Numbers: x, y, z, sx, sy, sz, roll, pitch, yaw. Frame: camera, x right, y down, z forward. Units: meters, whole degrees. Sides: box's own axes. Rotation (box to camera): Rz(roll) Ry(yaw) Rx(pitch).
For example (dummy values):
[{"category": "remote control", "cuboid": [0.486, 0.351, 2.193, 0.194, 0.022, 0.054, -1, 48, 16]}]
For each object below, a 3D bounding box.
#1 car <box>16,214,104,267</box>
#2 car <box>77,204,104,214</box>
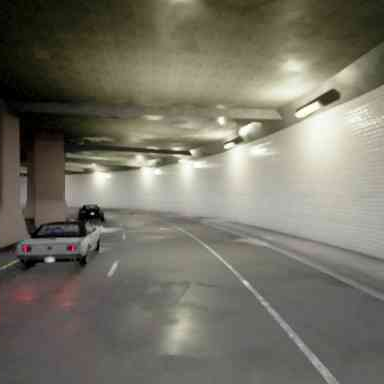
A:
[{"category": "car", "cuboid": [-4.402, 1.682, 11.821, 1.895, 1.301, 4.718, 0, 0, -8]}, {"category": "car", "cuboid": [-8.849, 1.751, 28.859, 1.994, 1.385, 4.181, 0, 0, -22]}]
